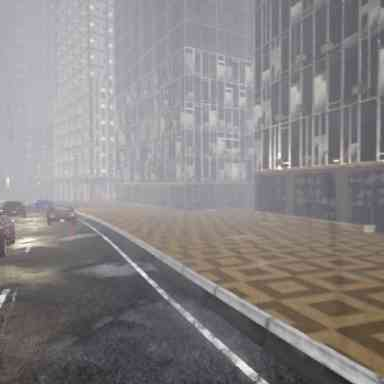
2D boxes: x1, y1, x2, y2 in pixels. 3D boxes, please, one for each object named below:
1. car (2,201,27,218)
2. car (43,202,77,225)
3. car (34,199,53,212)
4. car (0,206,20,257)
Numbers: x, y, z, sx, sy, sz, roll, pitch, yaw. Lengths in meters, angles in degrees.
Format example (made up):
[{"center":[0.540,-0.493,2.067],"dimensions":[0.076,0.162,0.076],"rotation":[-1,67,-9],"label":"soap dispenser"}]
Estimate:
[{"center":[-16.225,1.545,30.396],"dimensions":[1.882,1.535,5.008],"rotation":[-1,0,-27],"label":"car"},{"center":[-9.550,1.616,24.166],"dimensions":[1.895,1.301,4.718],"rotation":[-1,0,-25],"label":"car"},{"center":[-17.768,1.519,39.976],"dimensions":[1.882,1.535,5.008],"rotation":[-1,0,-29],"label":"car"},{"center":[-7.958,1.521,12.679],"dimensions":[1.882,1.535,5.008],"rotation":[-1,0,-23],"label":"car"}]
